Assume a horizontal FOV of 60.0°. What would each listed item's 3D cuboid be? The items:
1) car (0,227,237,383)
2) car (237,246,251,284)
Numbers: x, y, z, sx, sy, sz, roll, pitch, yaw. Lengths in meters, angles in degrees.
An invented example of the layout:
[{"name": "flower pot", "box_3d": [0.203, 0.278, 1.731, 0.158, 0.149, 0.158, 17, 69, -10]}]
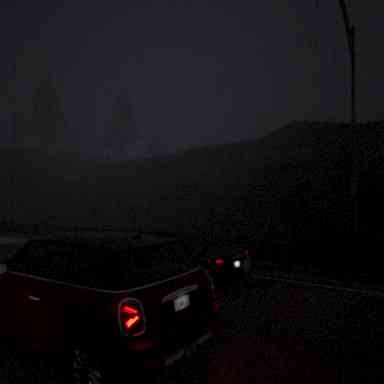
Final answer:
[{"name": "car", "box_3d": [-1.851, 1.405, 5.311, 4.553, 1.767, 2.097, -1, -1, 35]}, {"name": "car", "box_3d": [-0.601, 1.630, 8.716, 4.181, 1.385, 1.994, -1, 0, 35]}]
